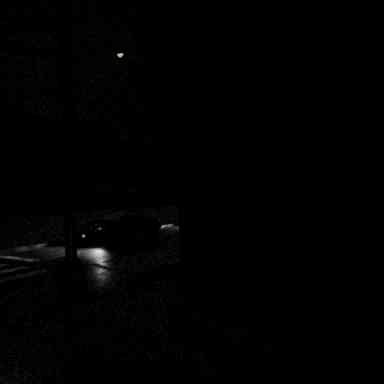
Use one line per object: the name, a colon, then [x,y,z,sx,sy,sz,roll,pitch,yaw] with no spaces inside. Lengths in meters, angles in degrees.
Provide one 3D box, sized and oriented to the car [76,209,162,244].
car: [-3.390,1.576,16.258,1.812,1.442,4.674,-4,-1,34]
